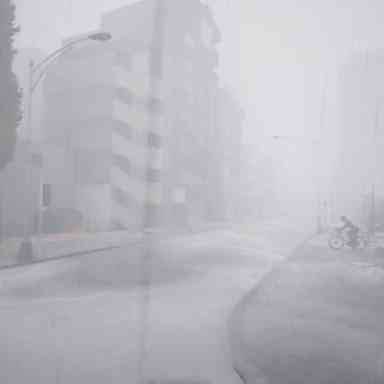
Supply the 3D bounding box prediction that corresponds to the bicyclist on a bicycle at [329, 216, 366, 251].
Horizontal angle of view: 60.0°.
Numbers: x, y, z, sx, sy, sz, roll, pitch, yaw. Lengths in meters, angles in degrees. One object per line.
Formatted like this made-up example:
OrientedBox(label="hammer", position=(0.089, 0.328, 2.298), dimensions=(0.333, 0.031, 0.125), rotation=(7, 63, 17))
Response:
OrientedBox(label="bicyclist on a bicycle", position=(7.503, 1.997, 16.092), dimensions=(1.656, 1.620, 0.582), rotation=(0, -3, 25))
